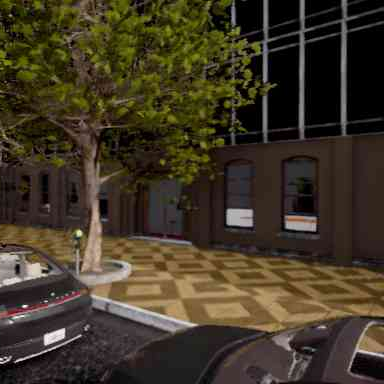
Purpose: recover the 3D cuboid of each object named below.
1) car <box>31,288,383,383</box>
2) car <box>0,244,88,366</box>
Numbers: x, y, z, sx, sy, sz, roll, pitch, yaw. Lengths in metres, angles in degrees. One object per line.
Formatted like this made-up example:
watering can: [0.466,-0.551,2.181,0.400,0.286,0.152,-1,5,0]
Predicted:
car: [1.191,1.550,2.026,4.403,1.369,2.008,0,0,35]
car: [-3.447,1.514,5.326,4.403,1.369,2.008,0,0,35]
